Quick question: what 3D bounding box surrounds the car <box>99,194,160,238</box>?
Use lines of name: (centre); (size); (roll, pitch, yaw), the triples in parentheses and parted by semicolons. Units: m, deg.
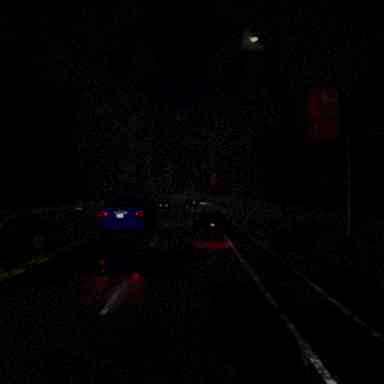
car: (-3.150, 1.129, 17.263); (2.150, 2.045, 5.566); (0, 0, 0)

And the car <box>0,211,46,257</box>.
car: (-6.598, 1.432, 10.983); (2.128, 1.511, 4.902); (0, 0, 0)

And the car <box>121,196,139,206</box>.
car: (-9.813, 1.403, 52.899); (1.994, 1.385, 4.181); (0, 0, 0)

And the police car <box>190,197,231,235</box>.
police car: (0.976, 1.327, 18.294); (1.930, 1.638, 5.238); (0, 0, 0)

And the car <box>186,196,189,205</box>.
car: (0.004, 1.365, 52.977); (1.812, 1.442, 4.674); (0, 0, 0)

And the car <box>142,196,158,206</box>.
car: (-6.563, 1.403, 52.899); (1.994, 1.385, 4.181); (0, 0, 0)

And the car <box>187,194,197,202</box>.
car: (0.005, 1.227, 70.033); (2.128, 1.511, 4.902); (0, 0, 0)

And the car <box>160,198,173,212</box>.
car: (-3.150, 1.390, 35.948); (2.033, 1.411, 5.357); (0, 0, 0)

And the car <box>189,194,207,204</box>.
car: (0.976, 1.196, 34.157); (2.097, 1.767, 4.553); (0, 0, 0)
